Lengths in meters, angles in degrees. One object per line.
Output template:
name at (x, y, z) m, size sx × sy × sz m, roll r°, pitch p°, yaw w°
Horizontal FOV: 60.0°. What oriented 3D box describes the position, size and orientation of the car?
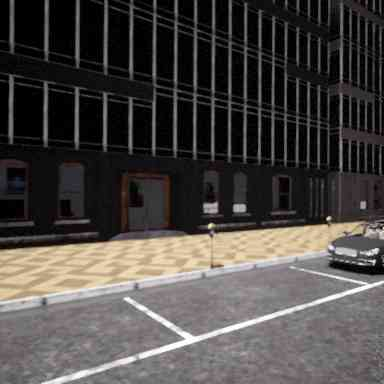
car at (6.273, 1.665, 11.032) m, size 4.403 × 1.369 × 2.008 m, roll 1°, pitch 0°, yaw -35°
